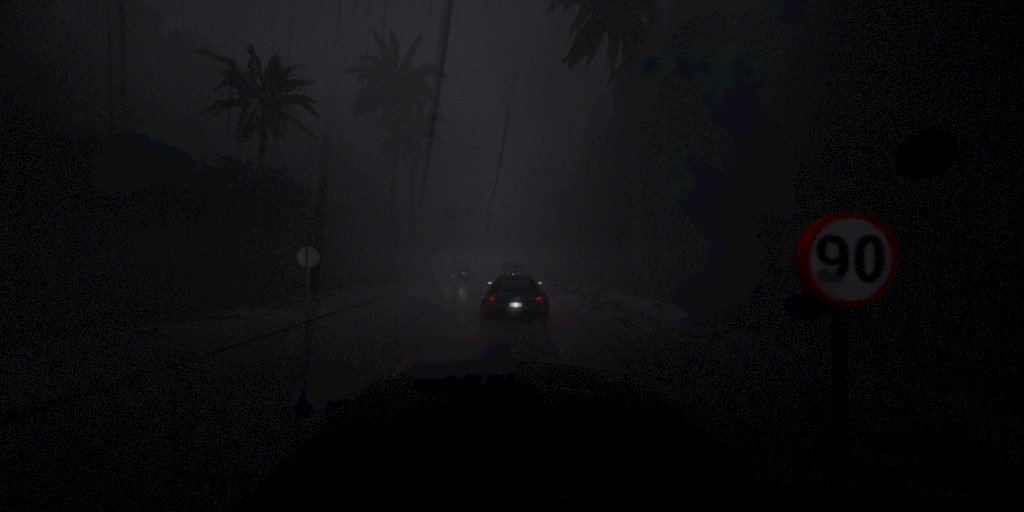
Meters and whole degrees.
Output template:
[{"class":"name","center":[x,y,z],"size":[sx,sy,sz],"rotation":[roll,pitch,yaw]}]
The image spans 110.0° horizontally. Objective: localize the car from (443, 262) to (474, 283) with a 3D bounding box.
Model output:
[{"class":"car","center":[-4.098,1.244,28.117],"size":[2.128,1.511,4.902],"rotation":[0,0,0]}]

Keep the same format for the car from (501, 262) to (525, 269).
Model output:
[{"class":"car","center":[0.098,1.257,32.231],"size":[1.837,1.490,4.892],"rotation":[0,0,0]}]

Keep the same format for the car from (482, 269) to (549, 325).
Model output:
[{"class":"car","center":[0.100,1.315,11.855],"size":[1.994,1.385,4.181],"rotation":[0,0,0]}]
